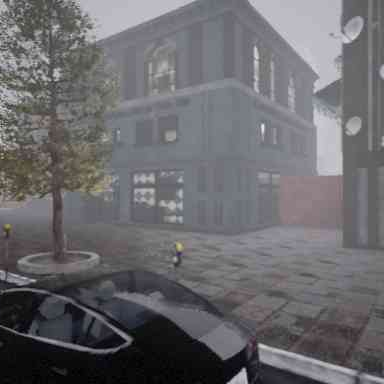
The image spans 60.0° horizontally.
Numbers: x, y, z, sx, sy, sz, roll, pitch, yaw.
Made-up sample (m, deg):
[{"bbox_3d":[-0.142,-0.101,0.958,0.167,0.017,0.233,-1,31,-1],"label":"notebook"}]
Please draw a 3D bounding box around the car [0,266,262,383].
[{"bbox_3d":[-1.339,1.565,3.829,4.313,1.339,1.947,0,0,35],"label":"car"}]
